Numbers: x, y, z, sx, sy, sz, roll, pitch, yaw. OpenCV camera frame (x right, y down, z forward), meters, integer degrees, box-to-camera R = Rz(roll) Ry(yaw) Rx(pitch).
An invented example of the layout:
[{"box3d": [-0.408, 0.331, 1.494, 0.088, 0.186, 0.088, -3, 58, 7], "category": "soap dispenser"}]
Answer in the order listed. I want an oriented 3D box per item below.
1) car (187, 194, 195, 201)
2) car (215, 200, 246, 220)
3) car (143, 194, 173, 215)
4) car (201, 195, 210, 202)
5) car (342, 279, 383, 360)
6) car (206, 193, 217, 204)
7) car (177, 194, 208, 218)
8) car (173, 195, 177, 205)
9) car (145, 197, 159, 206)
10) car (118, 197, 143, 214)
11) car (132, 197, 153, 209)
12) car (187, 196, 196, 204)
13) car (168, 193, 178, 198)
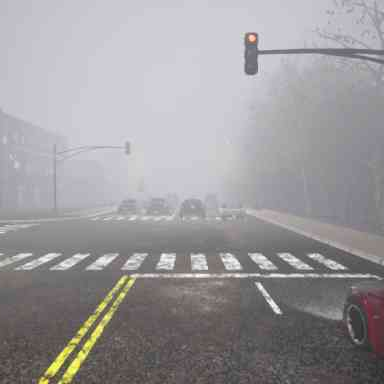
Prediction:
[{"box3d": [-0.152, 1.301, 75.919, 1.837, 1.490, 4.892, 0, 0, 0], "category": "car"}, {"box3d": [3.295, 1.593, 28.276, 1.895, 1.301, 4.718, 0, 0, 0], "category": "car"}, {"box3d": [-3.412, 1.341, 34.141, 2.097, 1.767, 4.553, 0, 0, 0], "category": "car"}, {"box3d": [3.100, 1.447, 75.889, 1.882, 1.535, 5.008, 0, 0, 0], "category": "car"}, {"box3d": [3.346, 1.563, 3.542, 1.994, 1.385, 4.181, 0, 0, 0], "category": "car"}, {"box3d": [3.235, 1.200, 58.360, 2.150, 2.045, 5.566, 0, 0, 0], "category": "car"}, {"box3d": [0.041, 1.343, 30.058, 2.097, 1.767, 4.553, 0, 0, 0], "category": "car"}, {"box3d": [-3.423, 1.532, 43.615, 2.033, 1.411, 5.357, 0, 0, 1], "category": "car"}, {"box3d": [-6.683, 1.505, 55.613, 1.812, 1.442, 4.674, 0, 0, 0], "category": "car"}, {"box3d": [-6.663, 1.494, 35.682, 1.837, 1.490, 4.892, 0, 0, 0], "category": "car"}, {"box3d": [-6.675, 1.476, 45.146, 2.128, 1.511, 4.902, 0, 0, 0], "category": "car"}, {"box3d": [-0.132, 1.500, 65.917, 1.812, 1.442, 4.674, 0, 0, 0], "category": "car"}, {"box3d": [-3.406, 1.201, 56.859, 2.150, 2.045, 5.566, 0, 0, 2], "category": "car"}]
